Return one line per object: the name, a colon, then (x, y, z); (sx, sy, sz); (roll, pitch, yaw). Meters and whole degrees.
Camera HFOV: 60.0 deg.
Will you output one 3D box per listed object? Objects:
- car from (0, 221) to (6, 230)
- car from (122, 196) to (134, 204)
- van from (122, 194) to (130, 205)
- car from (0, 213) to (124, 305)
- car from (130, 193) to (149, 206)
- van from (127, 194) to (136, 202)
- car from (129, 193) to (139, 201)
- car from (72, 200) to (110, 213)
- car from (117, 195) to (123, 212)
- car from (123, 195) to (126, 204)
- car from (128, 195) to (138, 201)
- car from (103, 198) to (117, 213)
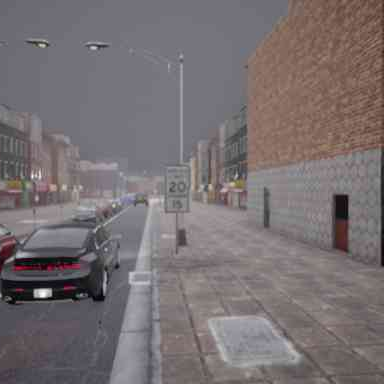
car: (-5.432, 1.435, 7.377); (1.967, 1.590, 4.097); (0, 0, -7)
car: (-11.806, 1.479, 61.341); (1.947, 1.339, 4.313); (0, 0, -7)
van: (-11.170, 1.260, 55.944); (1.690, 1.788, 3.998); (0, 0, -7)
car: (-2.863, 1.494, 8.153); (1.837, 1.490, 4.892); (0, 0, -7)
car: (-7.890, 1.142, 51.546); (2.150, 2.045, 5.566); (0, 0, -7)
van: (-13.082, 1.245, 72.133); (1.690, 1.788, 3.998); (0, 0, -7)
car: (-14.358, 1.211, 82.926); (2.192, 1.841, 5.009); (0, 0, -7)
car: (-7.343, 1.516, 23.566); (2.008, 1.369, 4.403); (0, 0, -7)
car: (-8.619, 1.388, 34.359); (1.967, 1.590, 4.097); (0, 0, -7)
car: (-9.236, 1.465, 39.587); (1.752, 1.417, 4.829); (0, 0, -7)
car: (-13.719, 1.444, 77.530); (1.887, 1.381, 4.507); (0, 0, -7)
car: (-7.981, 1.501, 28.962); (1.887, 1.381, 4.507); (0, 0, -7)
